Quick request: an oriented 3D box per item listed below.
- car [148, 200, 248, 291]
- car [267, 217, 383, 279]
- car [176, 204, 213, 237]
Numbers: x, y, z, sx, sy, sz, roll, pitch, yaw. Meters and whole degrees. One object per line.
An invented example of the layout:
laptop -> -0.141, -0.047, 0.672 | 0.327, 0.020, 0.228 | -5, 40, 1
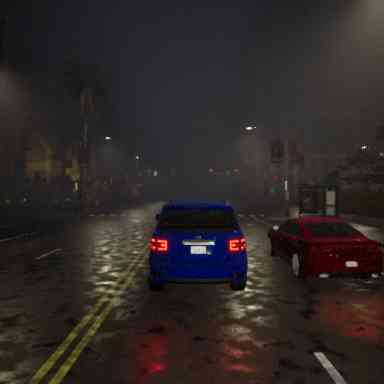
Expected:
car -> 0.121, 1.221, 9.157 | 2.150, 2.045, 5.566 | 0, 0, 0
car -> 3.633, 1.478, 10.033 | 1.882, 1.535, 5.008 | 0, 0, 0
car -> 0.146, 1.505, 19.019 | 1.837, 1.490, 4.892 | 0, 0, 0
